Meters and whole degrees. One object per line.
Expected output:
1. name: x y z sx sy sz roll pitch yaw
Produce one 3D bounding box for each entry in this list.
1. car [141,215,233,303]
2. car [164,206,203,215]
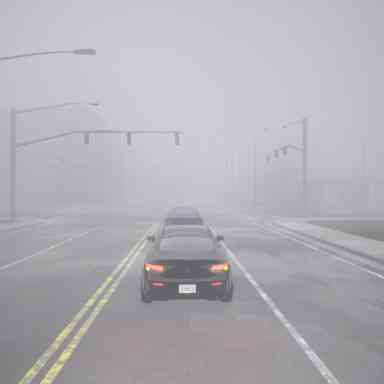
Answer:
1. car: -0.145 1.526 8.111 1.812 1.442 4.674 0 0 -2
2. car: -0.430 1.478 17.160 1.882 1.535 5.008 0 0 -2
